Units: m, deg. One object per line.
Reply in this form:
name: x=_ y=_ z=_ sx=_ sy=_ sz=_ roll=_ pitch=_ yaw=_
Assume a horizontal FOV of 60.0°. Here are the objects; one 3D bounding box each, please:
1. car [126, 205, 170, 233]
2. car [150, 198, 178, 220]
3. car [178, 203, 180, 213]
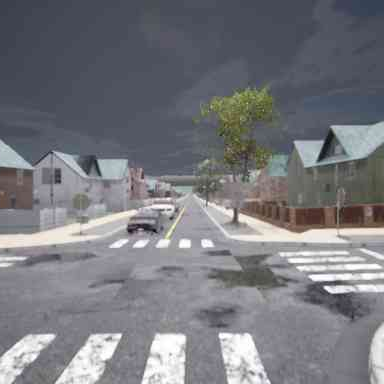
car: x=-2.894 y=1.826 z=21.852 sx=2.033 sy=1.411 sz=5.357 roll=0 pitch=-1 yaw=2
car: x=-2.860 y=1.638 z=32.899 sx=2.150 sy=2.045 sz=5.566 roll=0 pitch=0 yaw=0
car: x=-2.847 y=1.941 z=46.375 sx=2.097 sy=1.767 sz=4.553 roll=0 pitch=-1 yaw=0
